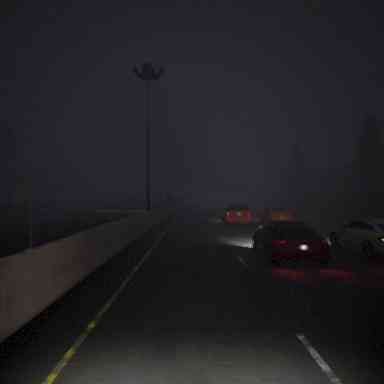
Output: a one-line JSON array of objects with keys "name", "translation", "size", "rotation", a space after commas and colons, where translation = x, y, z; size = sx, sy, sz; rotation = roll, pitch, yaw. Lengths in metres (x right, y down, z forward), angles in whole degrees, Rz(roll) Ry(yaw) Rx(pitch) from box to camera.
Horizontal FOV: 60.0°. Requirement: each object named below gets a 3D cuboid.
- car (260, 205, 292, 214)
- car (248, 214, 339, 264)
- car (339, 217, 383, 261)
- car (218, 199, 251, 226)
[{"name": "car", "translation": [7.064, 1.878, 28.434], "size": [1.882, 1.535, 5.008], "rotation": [0, 0, 1]}, {"name": "car", "translation": [3.551, 1.742, 12.515], "size": [1.994, 1.385, 4.181], "rotation": [0, -1, 1]}, {"name": "car", "translation": [7.054, 1.708, 12.931], "size": [1.812, 1.442, 4.674], "rotation": [0, -1, 1]}, {"name": "car", "translation": [3.552, 1.734, 27.148], "size": [2.097, 1.767, 4.553], "rotation": [0, -1, 1]}]
